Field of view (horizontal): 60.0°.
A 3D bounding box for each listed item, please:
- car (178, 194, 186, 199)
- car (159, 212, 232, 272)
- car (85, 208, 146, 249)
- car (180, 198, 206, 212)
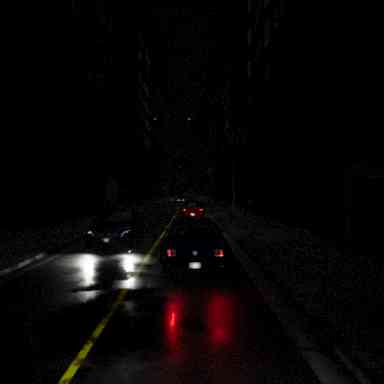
[{"bbox_3d":[-3.027,1.301,92.114,2.033,1.411,5.357,0,0,0],"label":"car"},{"bbox_3d":[0.088,1.554,10.594,1.895,1.301,4.718,0,0,0],"label":"car"},{"bbox_3d":[-3.101,1.463,14.353,1.812,1.442,4.674,0,0,0],"label":"car"},{"bbox_3d":[0.082,1.418,26.037,1.812,1.442,4.674,0,0,1],"label":"car"}]
